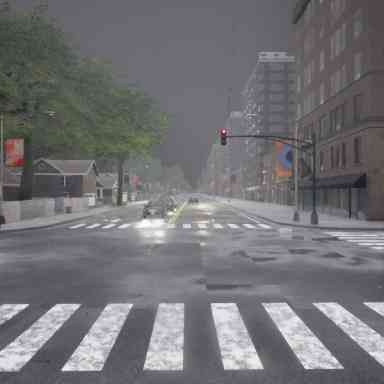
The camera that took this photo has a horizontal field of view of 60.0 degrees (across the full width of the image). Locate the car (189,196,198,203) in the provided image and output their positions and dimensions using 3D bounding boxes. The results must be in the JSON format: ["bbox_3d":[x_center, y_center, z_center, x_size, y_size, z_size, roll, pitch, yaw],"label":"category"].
[{"bbox_3d":[0.282,1.544,68.294,2.128,1.511,4.902,0,0,0],"label":"car"}]

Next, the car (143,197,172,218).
[{"bbox_3d":[-3.263,1.504,30.175,2.128,1.511,4.902,0,0,0],"label":"car"}]

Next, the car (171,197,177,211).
[{"bbox_3d":[-3.234,1.372,39.910,2.097,1.767,4.553,0,0,0],"label":"car"}]

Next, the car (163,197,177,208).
[{"bbox_3d":[-3.200,1.555,49.867,1.812,1.442,4.674,0,0,0],"label":"car"}]
